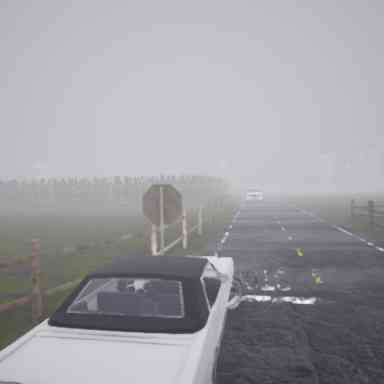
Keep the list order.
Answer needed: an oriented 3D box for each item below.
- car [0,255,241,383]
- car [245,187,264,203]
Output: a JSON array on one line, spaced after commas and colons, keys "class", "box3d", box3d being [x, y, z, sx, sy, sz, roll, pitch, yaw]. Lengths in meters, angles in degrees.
[{"class": "car", "box3d": [-0.437, 1.559, 4.718, 1.895, 1.301, 4.718, -2, 1, 11]}, {"class": "car", "box3d": [8.679, 0.393, 46.208, 2.150, 2.045, 5.566, -1, 1, 11]}]
